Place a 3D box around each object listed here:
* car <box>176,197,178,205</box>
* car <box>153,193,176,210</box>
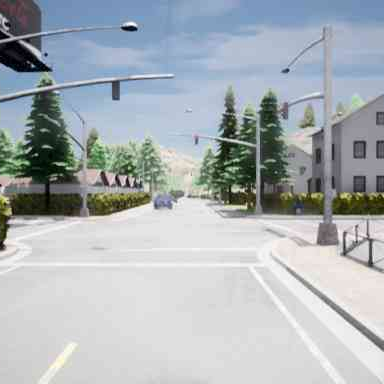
[{"bbox_3d":[-3.529,1.449,59.499,1.994,1.385,4.181,0,0,0],"label":"car"},{"bbox_3d":[-3.618,1.205,42.749,2.150,2.045,5.566,0,0,0],"label":"car"}]
